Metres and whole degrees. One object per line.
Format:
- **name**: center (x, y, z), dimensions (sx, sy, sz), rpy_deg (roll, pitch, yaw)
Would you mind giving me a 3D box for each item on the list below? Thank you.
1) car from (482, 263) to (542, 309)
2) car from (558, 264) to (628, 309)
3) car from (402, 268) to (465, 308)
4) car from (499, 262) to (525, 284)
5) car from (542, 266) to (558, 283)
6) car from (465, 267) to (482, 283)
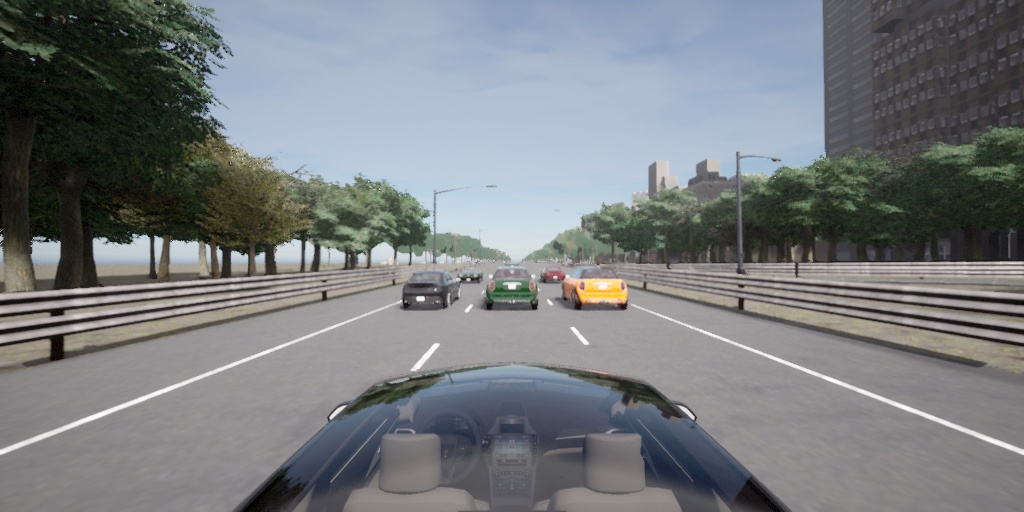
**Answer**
- **car**: center (0.005, 1.239, 15.925), dimensions (2.097, 1.767, 4.553), rpy_deg (0, -1, 0)
- **car**: center (3.505, 1.239, 15.926), dimensions (2.097, 1.767, 4.553), rpy_deg (0, -1, 0)
- **car**: center (-3.494, 1.400, 16.154), dimensions (1.837, 1.490, 4.892), rpy_deg (0, 0, 0)
- **car**: center (0.006, 1.381, 30.926), dimensions (2.097, 1.767, 4.553), rpy_deg (0, -1, 0)
- **car**: center (3.510, 1.559, 31.234), dimensions (1.812, 1.442, 4.674), rpy_deg (0, 0, 0)
- **car**: center (-3.495, 1.632, 30.953), dimensions (1.895, 1.301, 4.718), rpy_deg (0, 0, 0)
